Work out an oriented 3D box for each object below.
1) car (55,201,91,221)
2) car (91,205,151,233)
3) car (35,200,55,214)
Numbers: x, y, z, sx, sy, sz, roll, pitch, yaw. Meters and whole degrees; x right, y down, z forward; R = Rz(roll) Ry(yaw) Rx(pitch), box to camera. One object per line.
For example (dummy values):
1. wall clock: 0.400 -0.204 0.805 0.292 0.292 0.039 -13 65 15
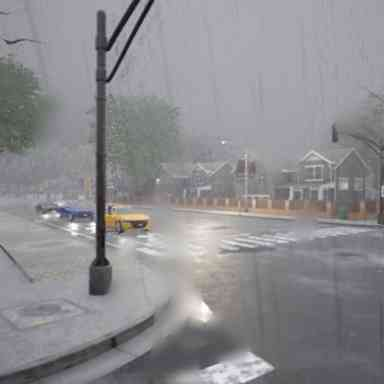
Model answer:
1. car: -9.969 1.576 28.586 1.882 1.535 5.008 0 0 -36
2. car: -4.351 1.586 20.731 1.882 1.535 5.008 0 0 -36
3. car: -16.099 1.637 37.152 2.033 1.411 5.357 0 0 -36
